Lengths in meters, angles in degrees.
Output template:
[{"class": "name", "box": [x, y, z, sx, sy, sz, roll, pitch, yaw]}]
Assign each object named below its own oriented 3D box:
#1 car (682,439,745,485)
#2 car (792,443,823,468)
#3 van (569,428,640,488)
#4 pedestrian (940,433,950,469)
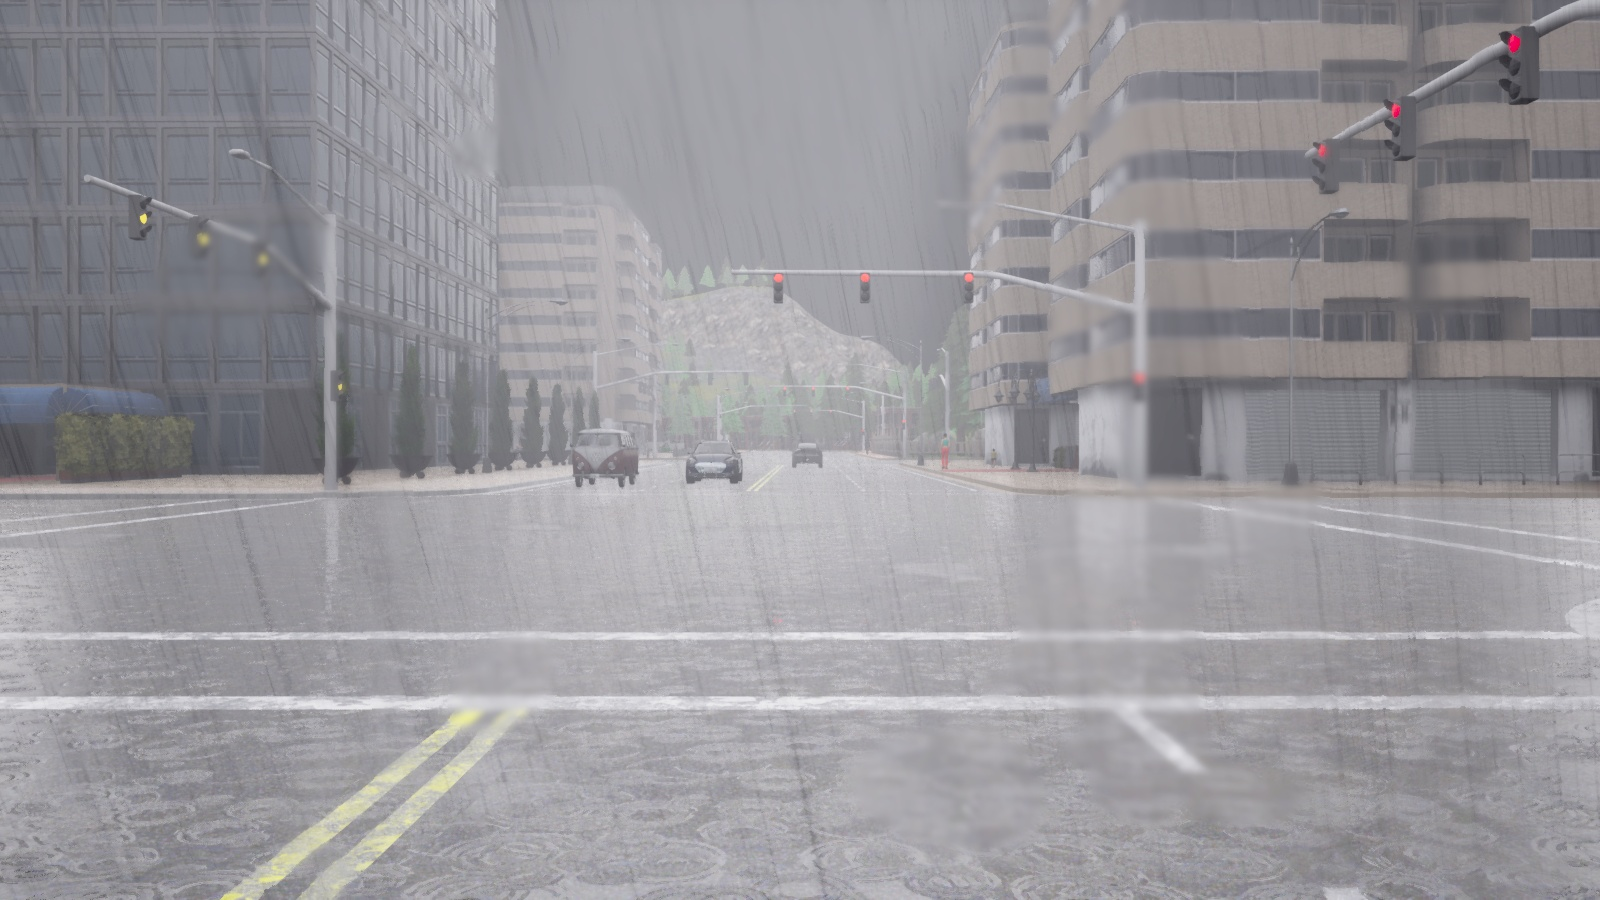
[{"class": "car", "box": [-3.212, 0.405, 47.640, 2.033, 1.649, 4.856, 0, 0, 0]}, {"class": "car", "box": [0.453, 0.319, 76.675, 1.837, 1.490, 4.892, 0, 0, 0]}, {"class": "van", "box": [-6.735, 0.247, 43.655, 1.775, 1.987, 4.442, 0, 0, 0]}, {"class": "pedestrian", "box": [7.348, 0.044, 63.652, 0.345, 1.836, 0.594, 0, 0, -5]}]
